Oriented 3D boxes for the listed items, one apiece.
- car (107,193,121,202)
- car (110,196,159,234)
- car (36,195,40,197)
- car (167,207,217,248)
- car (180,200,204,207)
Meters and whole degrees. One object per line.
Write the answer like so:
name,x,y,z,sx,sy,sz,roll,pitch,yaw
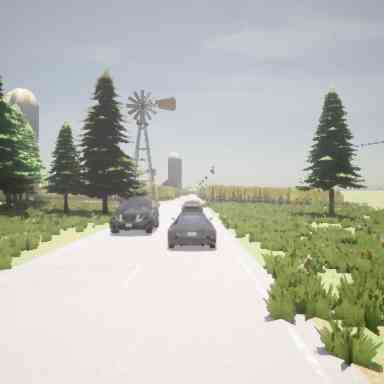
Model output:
car,-17.222,1.215,73.586,1.905,1.878,3.866,0,0,-31
car,-3.200,1.324,19.620,2.150,2.045,5.566,0,0,0
car,-34.089,1.340,71.389,1.851,1.617,3.988,0,0,0
car,0.000,1.569,14.650,1.994,1.385,4.181,0,0,0
car,0.000,1.514,29.650,1.837,1.490,4.892,0,0,0
